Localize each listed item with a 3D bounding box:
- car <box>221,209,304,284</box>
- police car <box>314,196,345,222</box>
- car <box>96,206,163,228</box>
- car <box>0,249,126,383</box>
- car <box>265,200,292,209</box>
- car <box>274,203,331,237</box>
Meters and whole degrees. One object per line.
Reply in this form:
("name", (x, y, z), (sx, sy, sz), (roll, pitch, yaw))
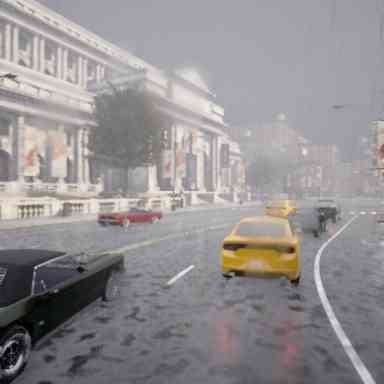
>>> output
("car", (2.147, 1.468, 9.759), (1.882, 1.535, 5.008), (0, 0, 17))
("police car", (10.576, 1.420, 26.303), (1.930, 1.638, 5.238), (0, 0, 30))
("car", (-4.004, 1.592, 21.945), (1.895, 1.301, 4.718), (0, 0, 30))
("car", (-2.727, 1.577, 5.376), (1.895, 1.301, 4.718), (0, 0, 10))
("car", (7.658, 1.456, 28.049), (1.882, 1.535, 5.008), (0, 0, 30))
("car", (6.143, 1.555, 18.166), (1.994, 1.385, 4.181), (0, 0, 29))
